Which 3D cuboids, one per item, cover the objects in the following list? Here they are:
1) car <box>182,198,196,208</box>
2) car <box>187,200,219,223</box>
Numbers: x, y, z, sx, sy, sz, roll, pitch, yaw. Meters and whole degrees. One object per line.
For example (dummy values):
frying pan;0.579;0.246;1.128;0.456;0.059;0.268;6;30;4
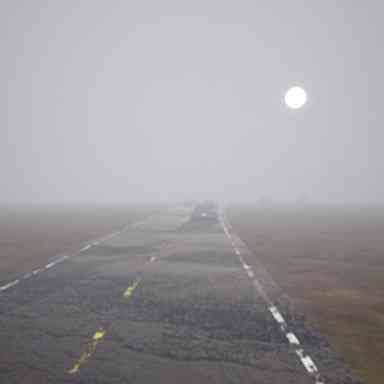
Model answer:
car;-0.174;1.583;48.663;1.994;1.385;4.181;0;0;7
car;0.959;1.576;25.600;1.994;1.385;4.181;0;0;3
